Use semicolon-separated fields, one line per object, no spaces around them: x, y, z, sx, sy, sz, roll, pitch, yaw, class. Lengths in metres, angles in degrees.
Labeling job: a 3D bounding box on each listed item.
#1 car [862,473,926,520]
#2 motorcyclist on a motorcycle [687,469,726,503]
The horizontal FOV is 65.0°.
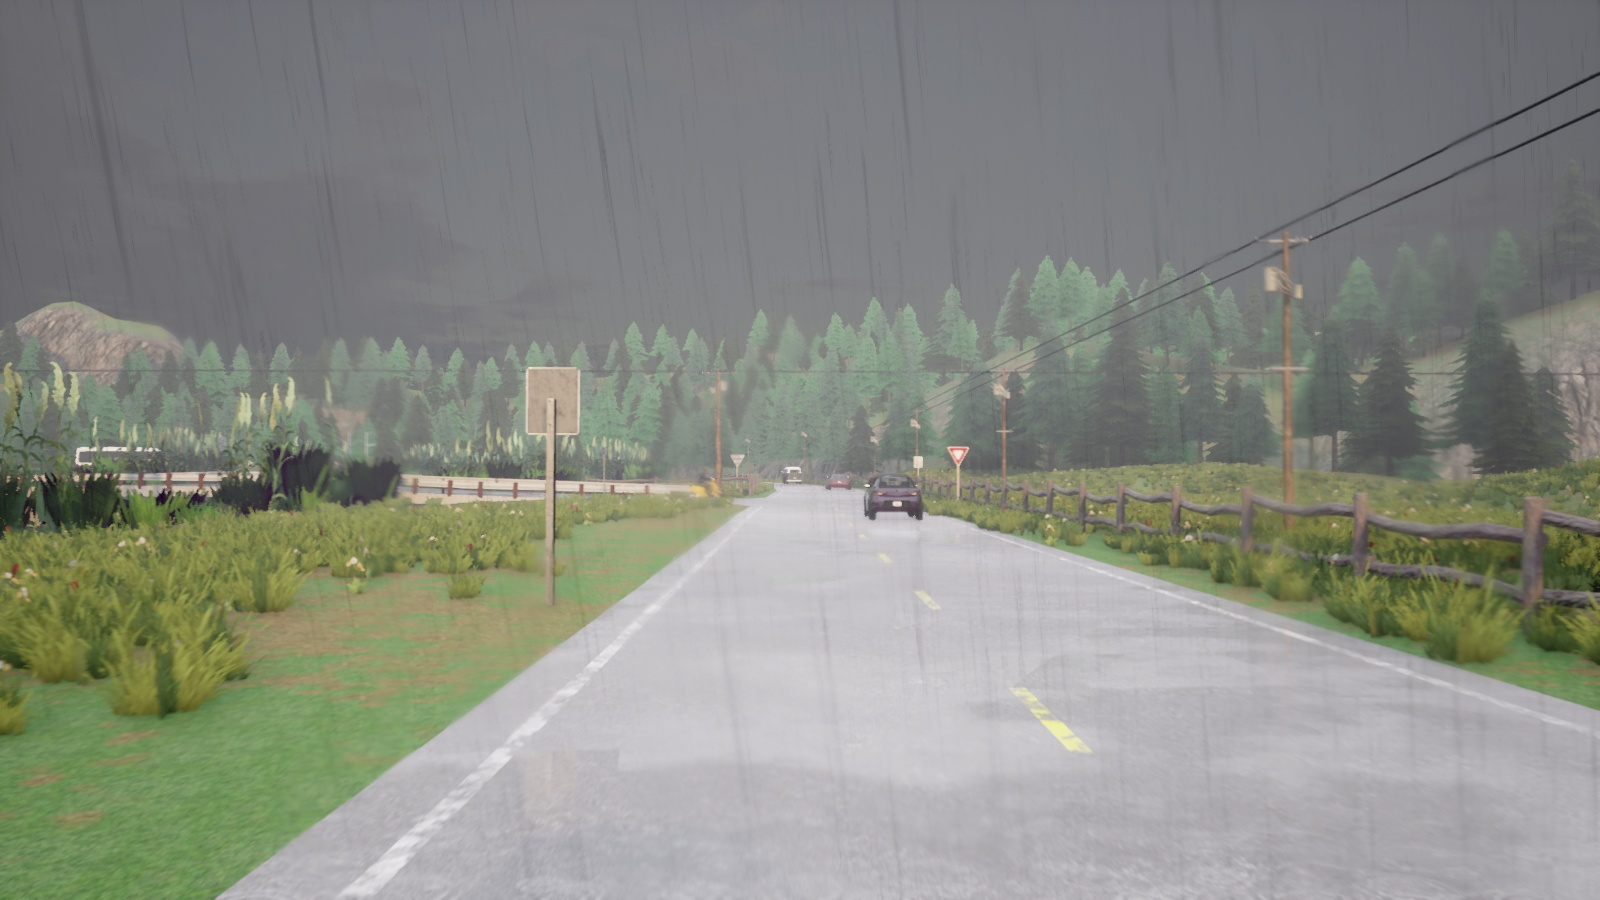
3.096;1.521;42.124;1.816;1.474;4.193;0;-1;0;car
-4.605;1.768;61.824;1.817;1.590;0.866;3;-1;-4;motorcyclist on a motorcycle
